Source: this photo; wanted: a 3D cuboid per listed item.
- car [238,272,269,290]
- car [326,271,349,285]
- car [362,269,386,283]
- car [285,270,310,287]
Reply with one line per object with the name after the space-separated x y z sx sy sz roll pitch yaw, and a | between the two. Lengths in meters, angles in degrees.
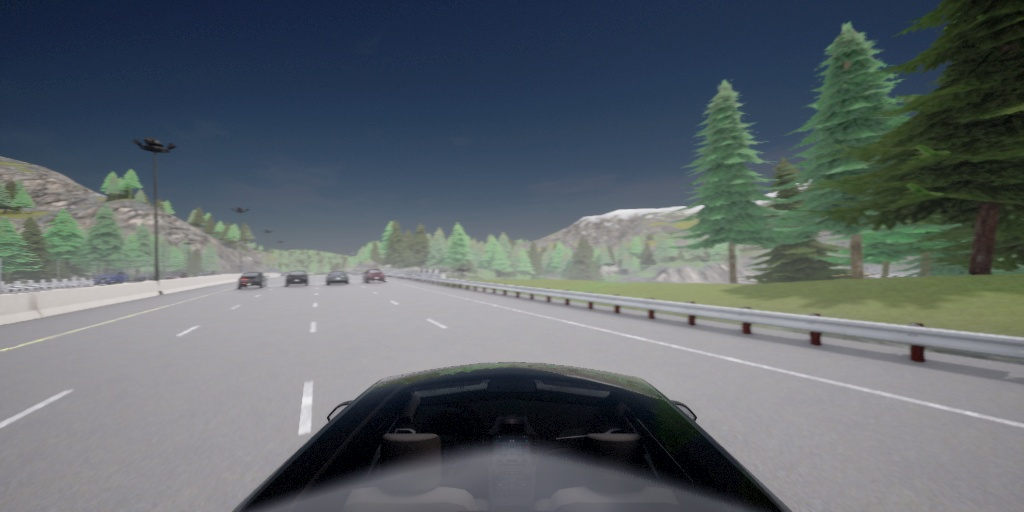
-23.985 2.246 33.301 1.837 1.490 4.892 -1 0 -28 | car
-17.806 2.186 36.590 1.994 1.385 4.181 -1 -1 -28 | car
-14.687 2.086 38.175 1.812 1.442 4.674 -1 -1 -28 | car
-21.359 2.181 35.826 1.882 1.535 5.008 -1 0 -28 | car
